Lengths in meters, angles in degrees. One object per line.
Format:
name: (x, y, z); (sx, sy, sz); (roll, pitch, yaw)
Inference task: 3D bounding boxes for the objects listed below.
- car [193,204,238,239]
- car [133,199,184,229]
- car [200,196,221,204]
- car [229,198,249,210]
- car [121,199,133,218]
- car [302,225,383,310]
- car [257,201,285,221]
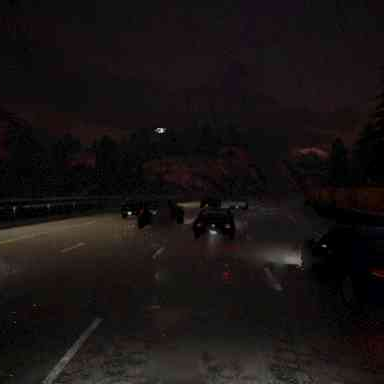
car: (1.217, 1.494, 16.823); (1.895, 1.301, 4.718); (0, 0, 7)
car: (-1.775, 1.217, 20.523); (2.097, 1.767, 4.553); (0, 0, 7)
car: (2.302, 1.250, 39.966); (1.837, 1.490, 4.892); (0, 0, 15)
car: (5.509, 1.359, 38.515); (1.895, 1.301, 4.718); (0, 0, 15)
car: (-4.236, 1.325, 27.285); (1.837, 1.490, 4.892); (0, 0, 10)
car: (3.912, 1.481, 7.507); (1.812, 1.442, 4.674); (0, 0, 3)
car: (6.123, 1.388, 25.826); (2.033, 1.411, 5.357); (0, 0, 11)
